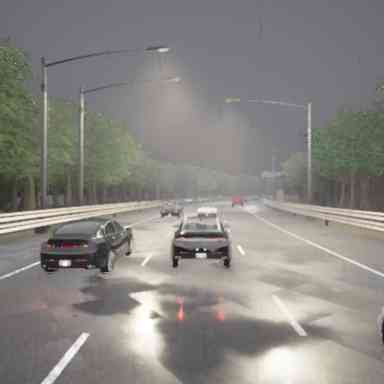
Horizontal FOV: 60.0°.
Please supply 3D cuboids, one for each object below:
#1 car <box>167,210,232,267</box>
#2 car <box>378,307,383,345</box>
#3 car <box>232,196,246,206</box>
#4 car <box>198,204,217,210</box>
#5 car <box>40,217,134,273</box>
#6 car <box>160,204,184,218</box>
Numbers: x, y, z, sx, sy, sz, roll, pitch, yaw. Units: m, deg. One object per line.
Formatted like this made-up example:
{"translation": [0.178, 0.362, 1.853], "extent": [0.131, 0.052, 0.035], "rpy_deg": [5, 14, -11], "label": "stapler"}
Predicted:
{"translation": [0.331, 1.599, 11.807], "extent": [2.128, 1.511, 4.902], "rpy_deg": [0, -1, 2], "label": "car"}
{"translation": [3.535, 1.557, 2.780], "extent": [1.812, 1.442, 4.674], "rpy_deg": [0, -1, 0], "label": "car"}
{"translation": [9.256, 1.810, 66.823], "extent": [2.150, 2.045, 5.566], "rpy_deg": [0, 0, 10], "label": "car"}
{"translation": [1.630, 1.908, 34.073], "extent": [1.895, 1.301, 4.718], "rpy_deg": [0, 0, 5], "label": "car"}
{"translation": [-3.195, 1.600, 10.973], "extent": [1.837, 1.490, 4.892], "rpy_deg": [0, -1, 2], "label": "car"}
{"translation": [-1.915, 1.900, 33.678], "extent": [1.895, 1.301, 4.718], "rpy_deg": [0, 0, 5], "label": "car"}
